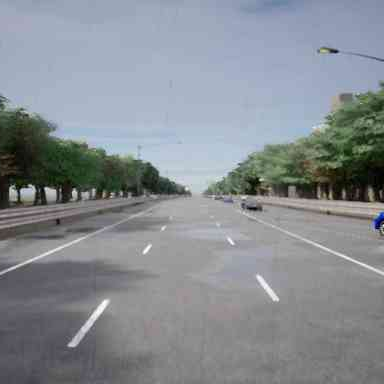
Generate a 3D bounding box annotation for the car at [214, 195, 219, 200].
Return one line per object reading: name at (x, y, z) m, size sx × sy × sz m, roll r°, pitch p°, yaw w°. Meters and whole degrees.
car at (7.144, 1.575, 90.625) m, size 1.994 × 1.385 × 4.181 m, roll 0°, pitch 0°, yaw 0°

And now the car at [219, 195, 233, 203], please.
car at (7.047, 1.466, 66.503) m, size 2.033 × 1.411 × 5.357 m, roll 0°, pitch 0°, yaw 0°

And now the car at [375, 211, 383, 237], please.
car at (10.747, 1.220, 14.457) m, size 2.150 × 2.045 × 5.566 m, roll 0°, pitch 0°, yaw -15°

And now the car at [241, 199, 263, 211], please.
car at (7.108, 1.510, 39.936) m, size 1.994 × 1.385 × 4.181 m, roll 0°, pitch 0°, yaw -1°
